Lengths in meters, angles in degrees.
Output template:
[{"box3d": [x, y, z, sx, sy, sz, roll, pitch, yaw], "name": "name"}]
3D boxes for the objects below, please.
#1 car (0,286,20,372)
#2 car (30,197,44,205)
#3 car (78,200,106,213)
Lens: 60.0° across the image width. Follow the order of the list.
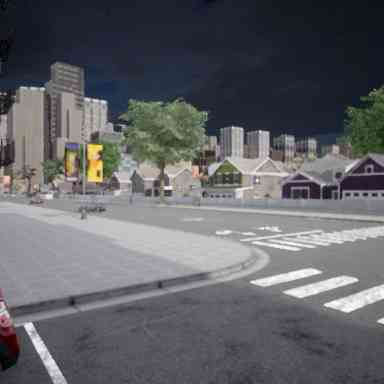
[{"box3d": [-4.088, 1.444, 3.272, 4.097, 1.590, 1.967, 0, 0, -36], "name": "car"}, {"box3d": [-29.344, 1.667, 62.794, 1.837, 1.490, 4.892, 0, 0, -35], "name": "car"}, {"box3d": [-11.183, 1.626, 37.148, 1.994, 1.385, 4.181, 0, 0, -35], "name": "car"}]
